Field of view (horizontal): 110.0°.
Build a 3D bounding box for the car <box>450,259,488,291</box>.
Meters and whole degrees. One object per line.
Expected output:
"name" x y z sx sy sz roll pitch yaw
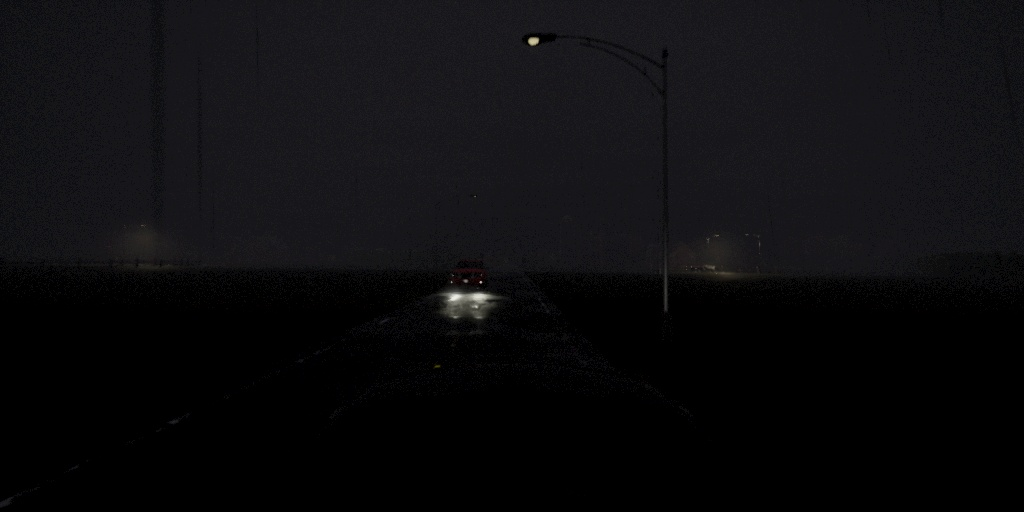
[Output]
"car" -2.845 1.222 24.915 2.150 2.045 5.566 0 -1 0
